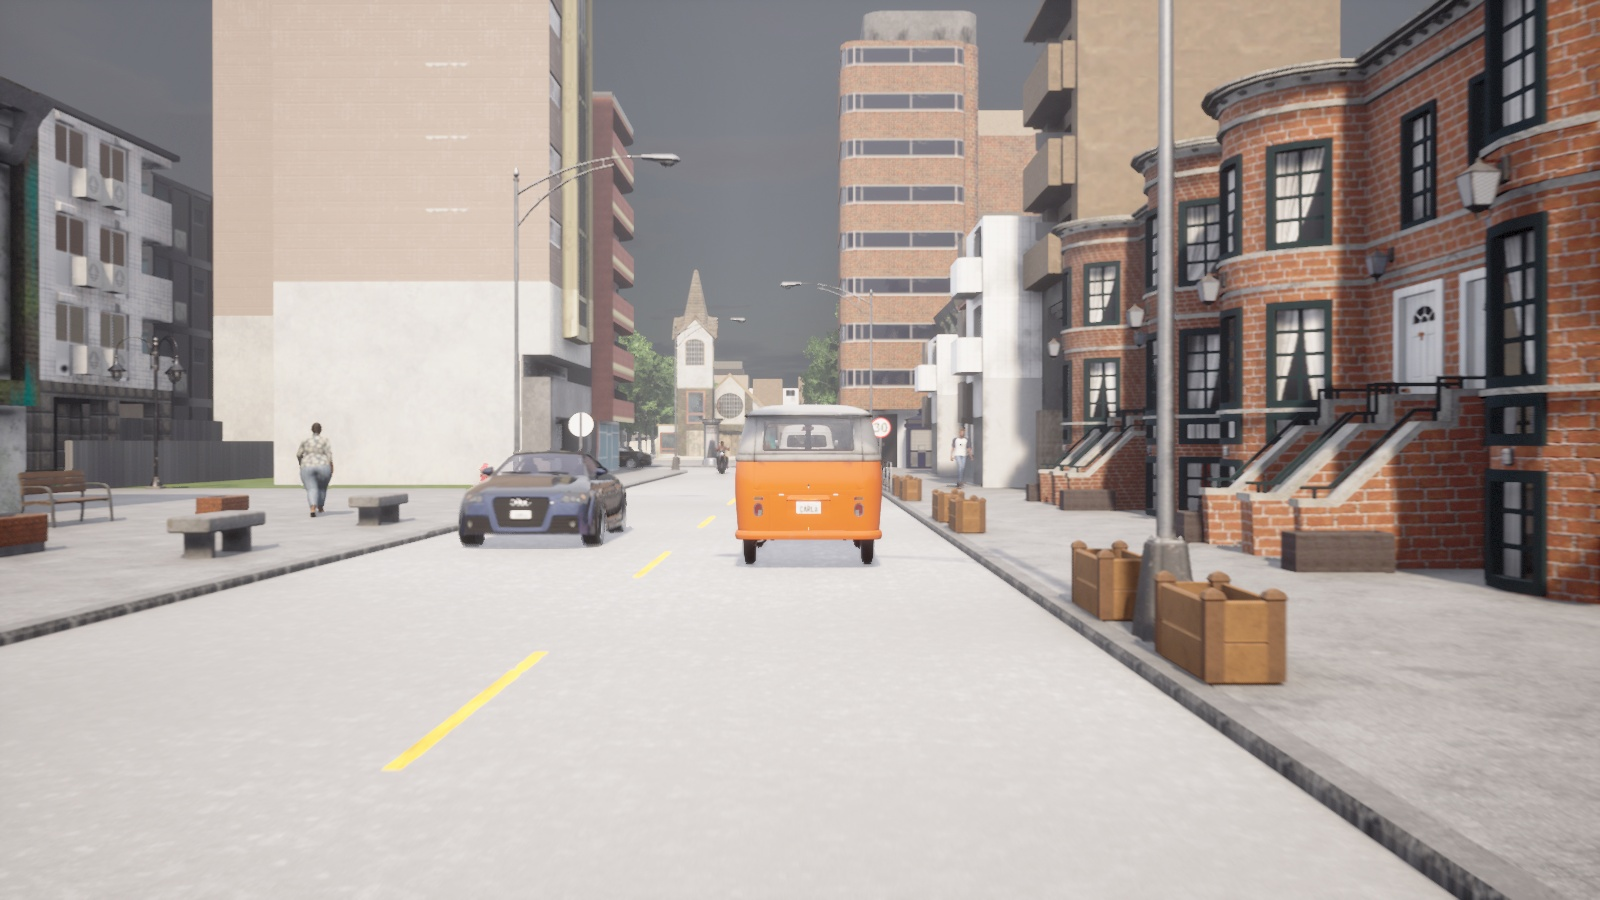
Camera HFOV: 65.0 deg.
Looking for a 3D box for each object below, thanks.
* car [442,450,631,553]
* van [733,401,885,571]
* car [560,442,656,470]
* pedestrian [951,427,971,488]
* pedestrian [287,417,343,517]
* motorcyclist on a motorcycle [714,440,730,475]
[{"bbox_3d":[-3.876,0.699,19.223,1.994,1.385,4.181,0,0,0],"label":"car"},{"bbox_3d":[0.112,0.404,16.898,1.775,1.987,4.442,0,0,0],"label":"van"},{"bbox_3d":[-10.781,0.318,70.702,5.008,1.535,1.882,0,0,6],"label":"car"},{"bbox_3d":[4.902,0.223,38.289,0.354,1.836,0.706,0,0,-15],"label":"pedestrian"},{"bbox_3d":[-9.202,0.314,23.849,0.874,1.855,0.900,0,0,-13],"label":"pedestrian"},{"bbox_3d":[-3.752,0.353,60.466,0.766,1.649,2.350,0,1,-3],"label":"motorcyclist on a motorcycle"}]
